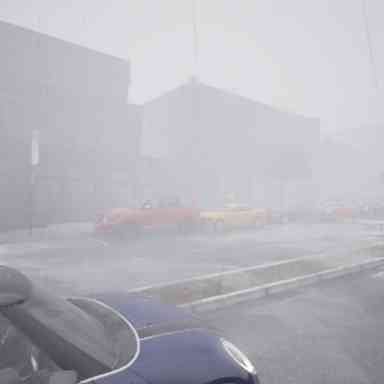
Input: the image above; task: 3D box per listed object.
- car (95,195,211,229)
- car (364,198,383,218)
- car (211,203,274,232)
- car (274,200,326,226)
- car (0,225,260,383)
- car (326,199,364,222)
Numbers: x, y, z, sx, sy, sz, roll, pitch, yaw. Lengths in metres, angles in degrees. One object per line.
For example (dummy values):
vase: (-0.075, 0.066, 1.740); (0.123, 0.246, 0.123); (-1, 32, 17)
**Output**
car: (-2.078, 1.207, 17.078); (5.566, 2.045, 2.435); (0, 0, -36)
car: (15.824, 1.359, 29.925); (4.553, 1.767, 2.185); (0, 0, -36)
car: (2.335, 1.465, 20.246); (5.008, 1.535, 2.097); (0, 0, -36)
car: (6.825, 1.472, 23.468); (4.892, 1.521, 2.231); (0, 0, -36)
car: (-1.604, 1.351, 2.295); (4.553, 1.767, 2.097); (0, 0, -36)
car: (11.334, 1.352, 26.704); (4.553, 1.767, 2.185); (0, 0, -36)
